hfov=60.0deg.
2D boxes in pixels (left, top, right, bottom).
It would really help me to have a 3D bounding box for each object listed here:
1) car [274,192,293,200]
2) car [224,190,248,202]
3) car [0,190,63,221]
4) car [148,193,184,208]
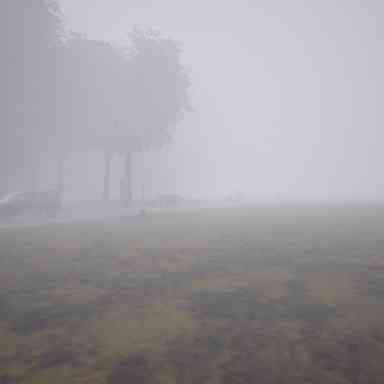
[{"bbox_3d":[16.530,0.670,59.667,1.895,1.301,4.718,1,1,36],"label":"car"},{"bbox_3d":[6.704,0.535,50.925,2.097,1.767,4.553,1,1,36],"label":"car"},{"bbox_3d":[-12.321,0.919,24.563,2.150,2.045,5.566,1,2,34],"label":"car"},{"bbox_3d":[-2.869,0.926,37.733,1.837,1.490,4.892,1,1,36],"label":"car"}]
